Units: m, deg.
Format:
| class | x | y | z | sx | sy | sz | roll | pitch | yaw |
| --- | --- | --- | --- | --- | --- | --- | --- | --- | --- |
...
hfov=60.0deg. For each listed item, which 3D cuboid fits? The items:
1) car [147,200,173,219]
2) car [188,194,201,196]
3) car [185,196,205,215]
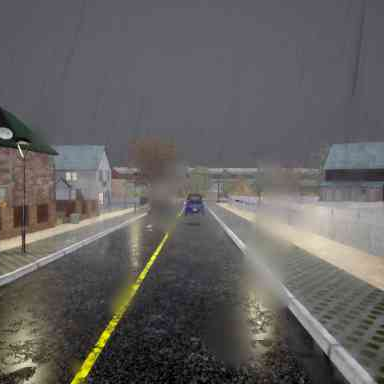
| class | x | y | z | sx | sy | sz | roll | pitch | yaw |
| --- | --- | --- | --- | --- | --- | --- | --- | --- | --- |
| car | -2.673 | 1.495 | 28.654 | 1.837 | 1.490 | 4.892 | 0 | 0 | 0 |
| car | 0.349 | 1.220 | 43.832 | 2.150 | 2.045 | 5.566 | 0 | 0 | 0 |
| car | 0.290 | 1.469 | 33.462 | 1.882 | 1.535 | 5.008 | 0 | 0 | 1 |
